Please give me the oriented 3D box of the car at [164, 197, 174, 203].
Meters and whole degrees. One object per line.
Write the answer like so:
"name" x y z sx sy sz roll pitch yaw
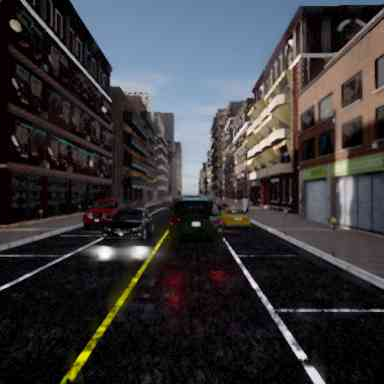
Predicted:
"car" -5.351 1.794 78.506 2.008 1.369 4.403 0 0 0

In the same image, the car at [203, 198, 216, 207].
"car" 2.931 1.734 55.920 2.008 1.369 4.403 0 0 0

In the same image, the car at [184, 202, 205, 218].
"car" 0.237 1.708 32.676 1.895 1.301 4.718 0 0 0

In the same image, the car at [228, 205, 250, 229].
"car" 2.783 1.602 22.274 1.752 1.417 4.829 0 0 0

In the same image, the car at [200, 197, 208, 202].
"car" 3.055 1.836 84.101 1.947 1.339 4.313 0 0 0

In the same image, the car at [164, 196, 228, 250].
"car" 0.160 1.271 14.760 2.150 2.045 5.566 0 0 0

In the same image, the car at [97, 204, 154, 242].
"car" -3.027 1.557 16.680 1.837 1.490 4.892 0 0 0

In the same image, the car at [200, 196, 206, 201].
"car" 3.104 1.887 95.373 1.802 1.307 4.206 0 0 0

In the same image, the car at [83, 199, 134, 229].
"car" -5.597 1.382 22.146 2.192 1.841 5.009 0 0 0

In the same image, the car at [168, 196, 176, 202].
"car" -5.301 1.823 89.779 1.887 1.381 4.507 0 0 0

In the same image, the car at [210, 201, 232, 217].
"car" 2.832 1.657 33.376 1.887 1.381 4.507 0 0 0

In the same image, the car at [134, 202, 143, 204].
"car" -5.573 1.525 27.781 1.967 1.590 4.097 0 0 0

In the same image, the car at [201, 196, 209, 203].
"car" 3.032 1.779 78.635 1.752 1.417 4.829 0 0 0
